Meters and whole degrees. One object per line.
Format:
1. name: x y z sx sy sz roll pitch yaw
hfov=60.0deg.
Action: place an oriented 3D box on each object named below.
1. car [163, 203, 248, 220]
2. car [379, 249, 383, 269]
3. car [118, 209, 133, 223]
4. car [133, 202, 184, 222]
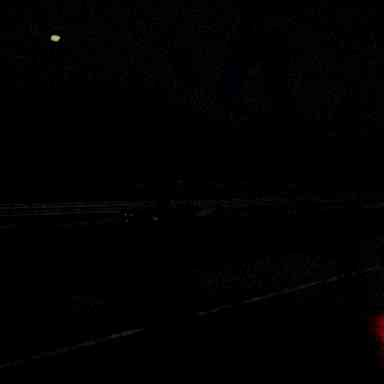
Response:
1. car: 1.090 1.505 17.580 4.674 1.442 1.812 0 0 -35
2. car: 6.908 1.586 8.597 4.718 1.301 1.895 0 0 -35
3. car: -2.728 1.452 23.452 5.008 1.535 1.882 0 0 -35
4. car: -0.808 1.454 20.523 5.008 1.535 1.882 0 0 -35
